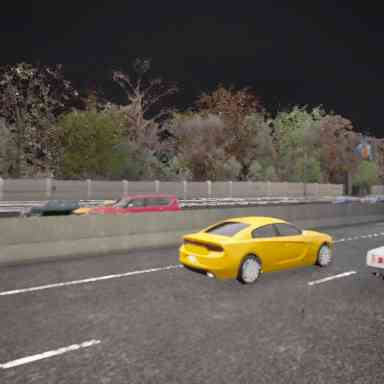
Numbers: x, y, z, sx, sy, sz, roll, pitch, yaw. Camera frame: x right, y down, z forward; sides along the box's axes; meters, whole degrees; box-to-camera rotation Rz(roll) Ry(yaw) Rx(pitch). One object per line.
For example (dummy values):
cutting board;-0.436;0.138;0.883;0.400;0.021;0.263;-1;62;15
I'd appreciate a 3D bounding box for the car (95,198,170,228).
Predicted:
car;-4.018;1.322;22.624;4.553;1.767;2.097;0;0;-35

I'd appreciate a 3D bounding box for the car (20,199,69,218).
car;-10.998;1.332;26.223;4.553;1.767;2.097;0;0;-36

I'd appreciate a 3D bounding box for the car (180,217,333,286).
car;2.017;1.456;9.484;5.008;1.535;1.882;0;0;-36

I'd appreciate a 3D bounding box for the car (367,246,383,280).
car;6.456;1.571;8.352;4.718;1.301;1.895;0;0;-36

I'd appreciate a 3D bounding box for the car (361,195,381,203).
car;26.820;1.223;48.883;4.553;1.767;2.097;0;0;-35

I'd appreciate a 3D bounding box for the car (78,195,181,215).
car;-3.196;1.196;18.910;5.566;2.045;2.150;0;0;-36

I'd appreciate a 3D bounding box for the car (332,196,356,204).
car;23.190;1.401;50.588;4.674;1.442;1.812;0;0;-35

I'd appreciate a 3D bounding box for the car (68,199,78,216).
car;-6.361;1.449;25.252;5.008;1.535;1.882;0;0;-35

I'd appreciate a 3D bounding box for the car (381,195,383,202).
car;28.754;1.363;45.969;4.902;1.511;2.128;0;0;-35
